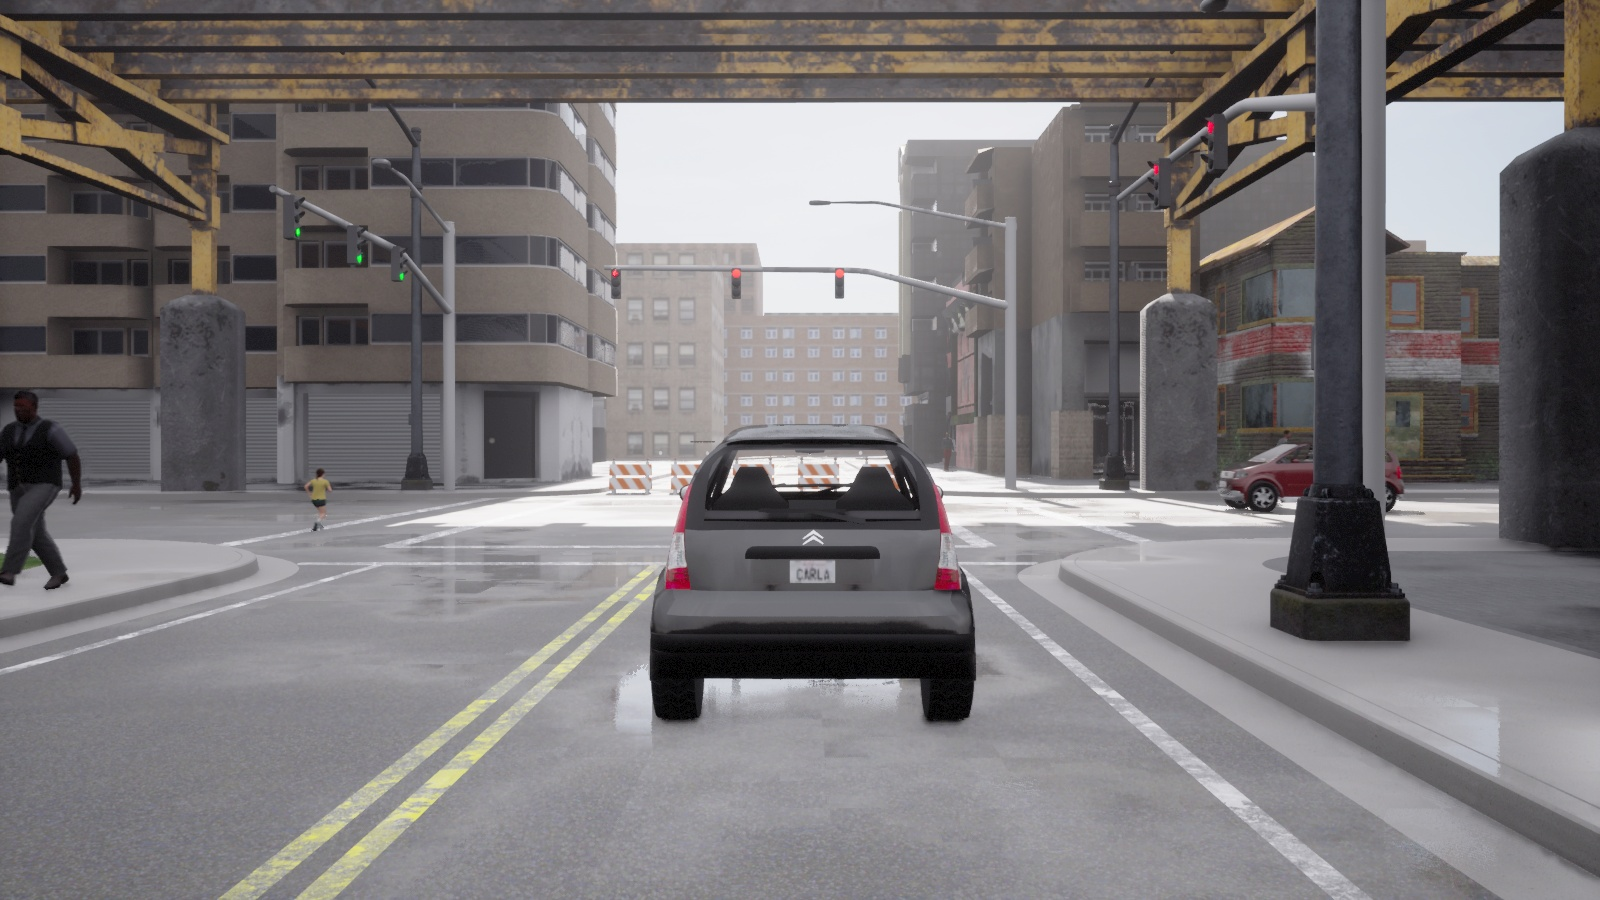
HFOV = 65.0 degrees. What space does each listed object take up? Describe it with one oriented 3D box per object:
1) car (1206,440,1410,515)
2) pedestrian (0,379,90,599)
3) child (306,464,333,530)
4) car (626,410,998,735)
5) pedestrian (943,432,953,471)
[{"bbox_3d":[11.024,0.582,27.428,3.705,1.549,1.789,0,0,0],"label":"car"},{"bbox_3d":[-6.889,0.334,11.198,0.563,1.883,0.849,0,0,9],"label":"pedestrian"},{"bbox_3d":[-8.169,0.794,21.351,0.255,1.110,0.394,0,0,14],"label":"child"},{"bbox_3d":[0.073,0.598,8.243,1.851,1.617,3.988,0,0,0],"label":"car"},{"bbox_3d":[6.968,0.083,59.269,0.353,1.847,0.614,0,0,-4],"label":"pedestrian"}]
